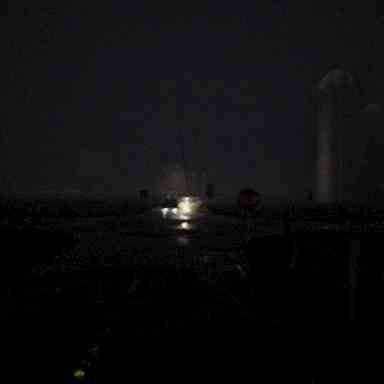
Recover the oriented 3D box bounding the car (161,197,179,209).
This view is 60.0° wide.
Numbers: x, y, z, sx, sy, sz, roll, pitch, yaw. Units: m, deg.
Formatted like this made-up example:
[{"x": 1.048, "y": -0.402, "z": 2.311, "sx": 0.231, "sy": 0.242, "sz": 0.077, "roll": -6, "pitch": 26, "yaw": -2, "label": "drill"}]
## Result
[{"x": -2.738, "y": 1.381, "z": 42.401, "sx": 1.994, "sy": 1.385, "sz": 4.181, "roll": 0, "pitch": 1, "yaw": 0, "label": "car"}]
